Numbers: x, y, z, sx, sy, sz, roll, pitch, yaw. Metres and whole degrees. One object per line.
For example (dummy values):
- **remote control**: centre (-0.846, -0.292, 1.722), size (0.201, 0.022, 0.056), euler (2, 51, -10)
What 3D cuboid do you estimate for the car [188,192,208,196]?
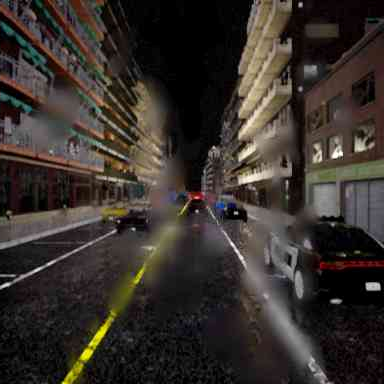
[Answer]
- **car**: centre (0.663, 1.039, 45.652), size (2.150, 2.045, 5.566), euler (0, 0, 1)

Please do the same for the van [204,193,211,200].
- **van**: centre (3.770, 1.055, 81.276), size (1.690, 1.788, 3.998), euler (0, 0, 1)

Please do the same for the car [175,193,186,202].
- **car**: centre (-2.131, 1.233, 66.377), size (1.882, 1.535, 5.008), euler (0, 0, 1)

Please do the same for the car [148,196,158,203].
- **car**: centre (-5.209, 1.406, 36.095), size (2.008, 1.369, 4.403), euler (0, 0, 1)

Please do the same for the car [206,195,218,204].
- **car**: centre (3.470, 1.322, 58.630), size (1.887, 1.381, 4.507), euler (0, 0, 1)

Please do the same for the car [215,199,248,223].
- **car**: centre (3.021, 1.464, 24.660), size (1.947, 1.339, 4.313), euler (0, 0, 1)

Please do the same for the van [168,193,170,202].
- **van**: centre (-4.983, 1.136, 53.078), size (1.690, 1.788, 3.998), euler (0, 0, 1)

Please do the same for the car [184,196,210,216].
- **car**: centre (0.482, 1.380, 30.942), size (1.837, 1.490, 4.892), euler (0, 1, 1)

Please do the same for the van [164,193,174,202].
- **van**: centre (-4.759, 1.086, 70.062), size (1.690, 1.788, 3.998), euler (0, 0, 1)

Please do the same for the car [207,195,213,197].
- **car**: centre (3.246, 1.400, 41.645), size (1.947, 1.339, 4.313), euler (0, 0, 1)

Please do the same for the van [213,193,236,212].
- **van**: centre (3.098, 1.217, 30.321), size (1.690, 1.788, 3.998), euler (0, 0, 1)

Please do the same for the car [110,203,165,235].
- **car**: centre (-2.857, 1.523, 18.494), size (1.895, 1.301, 4.718), euler (0, 0, 1)

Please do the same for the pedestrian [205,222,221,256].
- **pedestrian**: centre (0.680, 1.525, 11.276), size (0.375, 1.300, 0.375), euler (0, 0, 1)

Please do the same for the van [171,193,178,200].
- **van**: centre (-4.535, 1.040, 87.047), size (1.690, 1.788, 3.998), euler (0, 0, 1)

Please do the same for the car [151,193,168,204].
- **car**: centre (-5.057, 1.129, 47.416), size (2.192, 1.841, 5.009), euler (0, 0, 1)

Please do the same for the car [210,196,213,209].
- **car**: centre (3.171, 1.399, 35.984), size (1.887, 1.381, 4.507), euler (0, 0, 1)

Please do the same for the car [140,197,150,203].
- **car**: centre (-5.286, 1.402, 30.263), size (1.752, 1.417, 4.829), euler (0, 0, 1)

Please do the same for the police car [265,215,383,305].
- **police car**: centre (3.108, 1.389, 8.229), size (1.930, 1.638, 5.238), euler (0, 0, 1)

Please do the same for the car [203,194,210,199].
- **car**: centre (3.919, 1.230, 92.600), size (1.887, 1.381, 4.507), euler (0, 0, 1)

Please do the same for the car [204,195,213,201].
- **car**: centre (3.694, 1.311, 75.615), size (1.802, 1.307, 4.206), euler (0, 0, 1)

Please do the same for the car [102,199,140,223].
- **car**: centre (-5.361, 1.424, 24.601), size (1.752, 1.417, 4.829), euler (0, 0, 1)

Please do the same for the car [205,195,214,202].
- **car**: centre (3.619, 1.326, 69.952), size (1.802, 1.307, 4.206), euler (0, 0, 1)

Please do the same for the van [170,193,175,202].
- **van**: centre (-4.834, 1.102, 64.401), size (1.690, 1.788, 3.998), euler (0, 0, 1)
